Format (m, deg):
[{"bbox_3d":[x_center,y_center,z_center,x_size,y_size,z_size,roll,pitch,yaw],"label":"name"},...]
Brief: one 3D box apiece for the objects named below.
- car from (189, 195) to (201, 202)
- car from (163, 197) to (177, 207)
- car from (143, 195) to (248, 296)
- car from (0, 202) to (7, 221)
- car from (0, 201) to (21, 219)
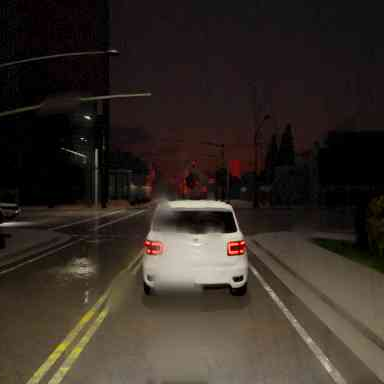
[{"bbox_3d":[0.852,1.465,78.667,1.882,1.535,5.008,0,0,12],"label":"car"},{"bbox_3d":[-3.521,1.564,52.941,1.994,1.385,4.181,0,0,0],"label":"car"},{"bbox_3d":[0.081,1.221,8.796,2.150,2.045,5.566,0,0,0],"label":"car"},{"bbox_3d":[-16.215,1.667,24.044,4.181,1.385,1.994,-1,0,0],"label":"car"},{"bbox_3d":[-17.293,1.339,27.540,5.566,2.045,2.150,-1,0,0],"label":"car"}]
